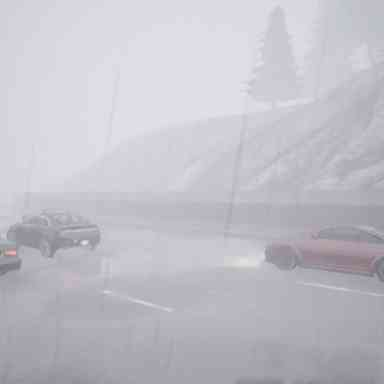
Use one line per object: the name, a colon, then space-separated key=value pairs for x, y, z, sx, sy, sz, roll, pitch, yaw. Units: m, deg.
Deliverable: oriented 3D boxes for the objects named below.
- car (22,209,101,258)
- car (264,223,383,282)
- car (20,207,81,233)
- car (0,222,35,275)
car: x=-5.550 y=1.553 z=13.108 sx=4.902 sy=1.511 sz=2.128 roll=0 pitch=0 yaw=41
car: x=4.273 y=1.606 z=9.675 sx=4.181 sy=1.385 sz=1.994 roll=0 pitch=0 yaw=36
car: x=-9.083 y=1.700 z=21.102 sx=4.718 sy=1.301 sz=1.895 roll=0 pitch=0 yaw=44
car: x=-6.815 y=1.594 z=9.528 sx=5.357 sy=1.411 sz=2.033 roll=0 pitch=0 yaw=40
